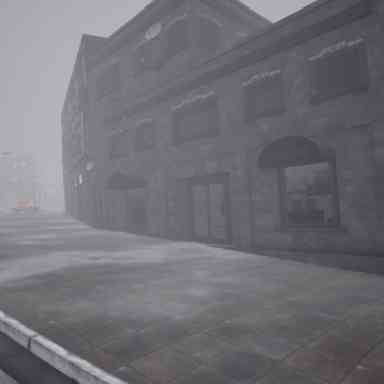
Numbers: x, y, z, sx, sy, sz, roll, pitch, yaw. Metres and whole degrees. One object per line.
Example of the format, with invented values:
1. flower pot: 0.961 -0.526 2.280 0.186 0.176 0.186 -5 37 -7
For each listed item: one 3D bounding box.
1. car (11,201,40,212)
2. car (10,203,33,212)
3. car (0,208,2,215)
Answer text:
1. car: -25.095 2.117 50.932 2.097 1.767 4.553 -3 -1 -4
2. car: -28.978 2.626 56.649 1.812 1.442 4.674 -3 -1 -4
3. car: -23.904 2.050 38.546 1.837 1.490 4.892 -3 0 -6
